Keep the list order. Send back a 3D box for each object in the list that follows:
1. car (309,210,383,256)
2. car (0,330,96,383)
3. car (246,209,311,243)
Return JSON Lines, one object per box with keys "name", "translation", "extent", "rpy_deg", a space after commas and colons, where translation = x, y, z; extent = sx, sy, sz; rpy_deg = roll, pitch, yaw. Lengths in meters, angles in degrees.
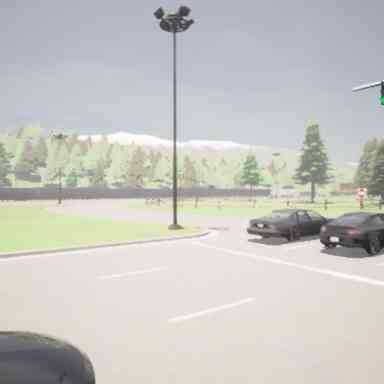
{"name": "car", "translation": [6.842, 1.481, 12.923], "extent": [4.674, 1.442, 1.812], "rpy_deg": [0, 0, -35]}
{"name": "car", "translation": [-2.844, 1.531, 1.716], "extent": [4.674, 1.442, 1.812], "rpy_deg": [0, 0, -35]}
{"name": "car", "translation": [5.028, 1.502, 15.929], "extent": [5.357, 1.411, 2.033], "rpy_deg": [0, 0, -35]}
